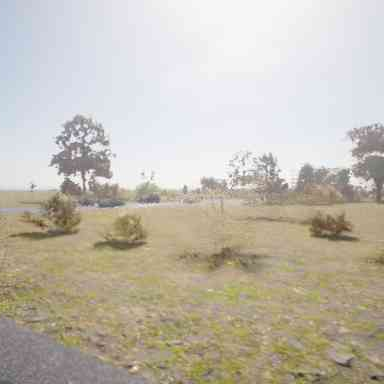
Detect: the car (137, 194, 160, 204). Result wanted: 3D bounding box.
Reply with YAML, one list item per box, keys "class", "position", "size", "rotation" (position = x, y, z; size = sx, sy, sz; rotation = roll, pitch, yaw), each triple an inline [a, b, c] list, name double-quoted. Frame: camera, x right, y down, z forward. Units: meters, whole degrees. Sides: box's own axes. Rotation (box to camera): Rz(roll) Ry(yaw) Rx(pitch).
- class: "car"
  position: [-8.888, 1.353, 68.655]
  size: [2.150, 2.045, 5.566]
  rotation: [0, 0, 34]

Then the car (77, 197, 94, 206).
- class: "car"
  position: [-18.299, 1.645, 54.607]
  size: [1.837, 1.490, 4.892]
  rotation: [0, 2, 34]

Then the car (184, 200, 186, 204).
- class: "car"
  position: [0.019, 1.723, 69.723]
  size: [1.994, 1.385, 4.181]
  rotation: [0, 0, 31]

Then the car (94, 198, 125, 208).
- class: "car"
  position: [-12.253, 1.664, 51.035]
  size: [1.994, 1.385, 4.181]
  rotation: [0, 0, 34]
